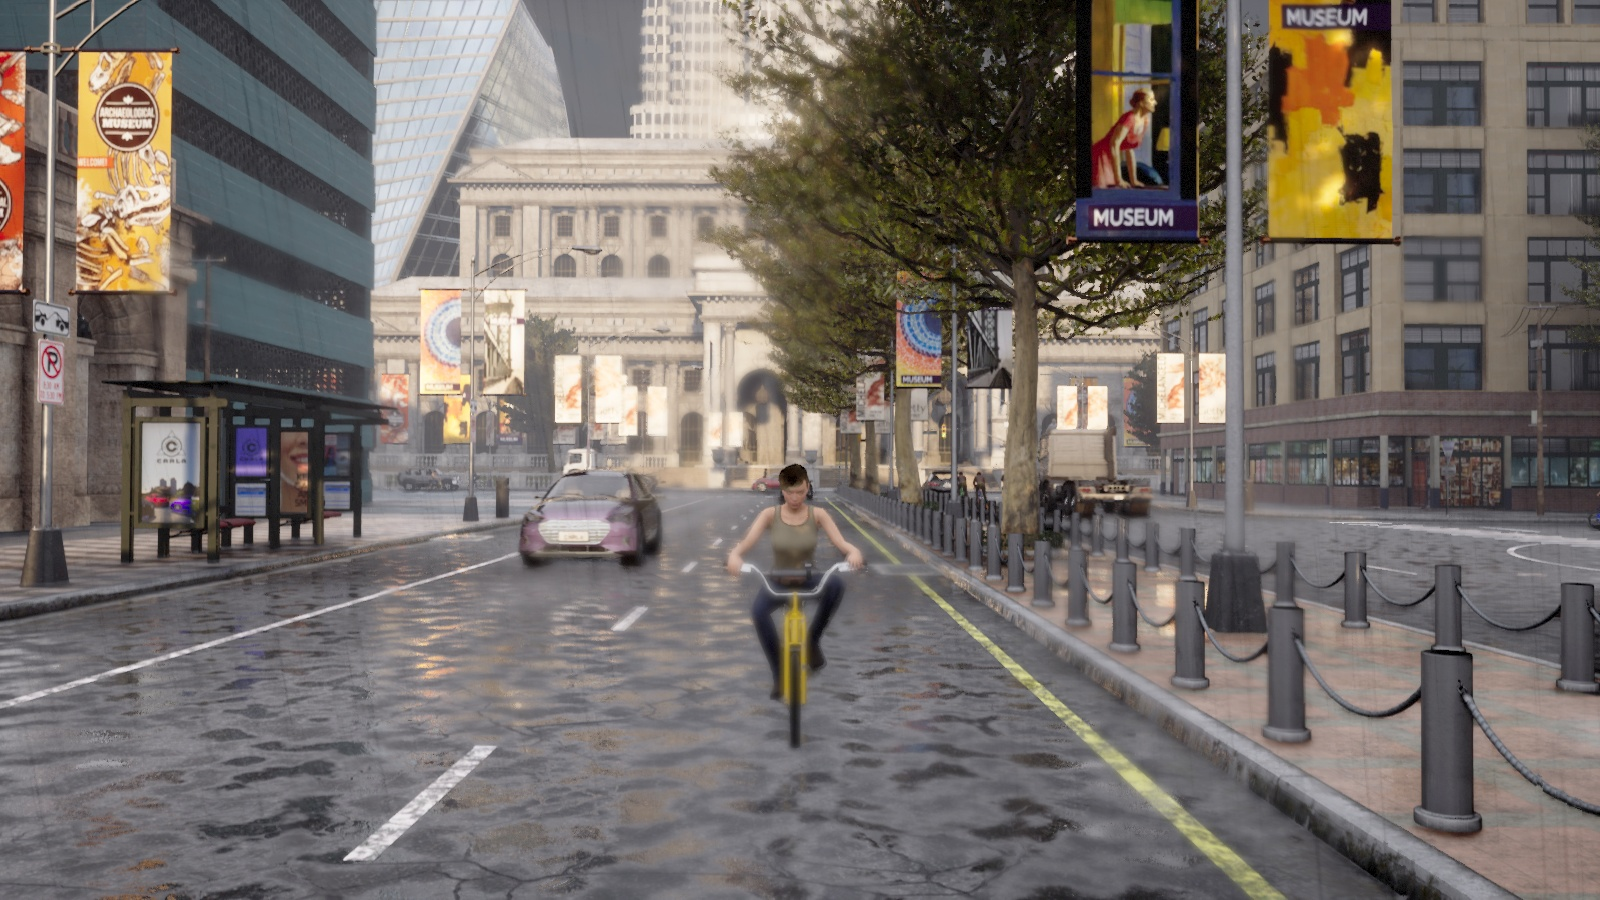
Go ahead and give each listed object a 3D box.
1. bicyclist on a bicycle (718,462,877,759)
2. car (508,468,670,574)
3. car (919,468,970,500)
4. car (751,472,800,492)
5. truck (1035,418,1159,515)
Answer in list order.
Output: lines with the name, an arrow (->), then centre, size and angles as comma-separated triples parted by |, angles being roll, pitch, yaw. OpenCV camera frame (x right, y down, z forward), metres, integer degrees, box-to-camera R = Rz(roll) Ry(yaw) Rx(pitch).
bicyclist on a bicycle -> -0.025, 0.887, 7.639 | 0.866, 1.612, 1.509 | 0, 0, -1
car -> -3.551, 1.145, 22.055 | 2.033, 1.649, 4.856 | 0, -1, 0
car -> 7.838, 1.824, 68.438 | 2.242, 1.667, 4.611 | 0, -1, 0
car -> -1.900, 2.507, 98.384 | 3.806, 1.475, 1.970 | 0, -1, 0
truck -> 11.382, 0.643, 48.923 | 2.891, 3.462, 7.936 | 0, -1, 0
